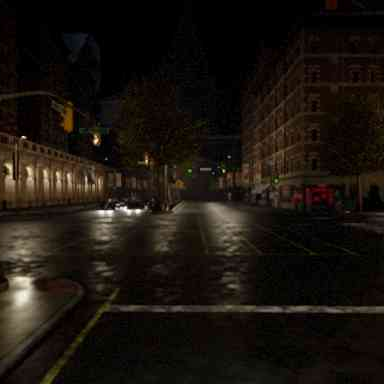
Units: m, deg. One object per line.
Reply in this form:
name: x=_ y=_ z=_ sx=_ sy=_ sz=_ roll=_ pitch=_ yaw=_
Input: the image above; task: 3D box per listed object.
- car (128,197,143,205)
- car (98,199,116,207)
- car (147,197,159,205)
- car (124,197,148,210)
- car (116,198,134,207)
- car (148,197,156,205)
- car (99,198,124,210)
car: x=-11.389 y=1.821 z=67.106 sx=2.128 sy=1.511 sz=4.902 roll=0 pitch=0 yaw=0
car: x=-14.654 y=1.878 z=57.595 sx=1.895 sy=1.301 sz=4.718 roll=0 pitch=0 yaw=0
car: x=-7.888 y=1.811 z=67.931 sx=1.882 sy=1.535 sz=5.008 roll=0 pitch=0 yaw=0
car: x=-7.941 y=1.797 z=47.405 sx=1.994 sy=1.385 sz=4.181 roll=0 pitch=0 yaw=1
car: x=-11.406 y=1.771 z=57.031 sx=2.128 sy=1.511 sz=4.902 roll=0 pitch=0 yaw=0
car: x=-7.905 y=1.787 z=57.590 sx=1.837 sy=1.490 sz=4.892 roll=0 pitch=0 yaw=0
car: x=-11.443 y=1.723 z=47.039 sx=2.128 sy=1.511 sz=4.902 roll=0 pitch=0 yaw=1
